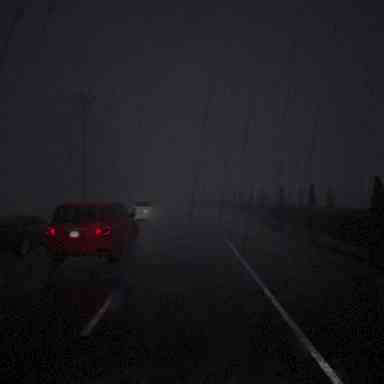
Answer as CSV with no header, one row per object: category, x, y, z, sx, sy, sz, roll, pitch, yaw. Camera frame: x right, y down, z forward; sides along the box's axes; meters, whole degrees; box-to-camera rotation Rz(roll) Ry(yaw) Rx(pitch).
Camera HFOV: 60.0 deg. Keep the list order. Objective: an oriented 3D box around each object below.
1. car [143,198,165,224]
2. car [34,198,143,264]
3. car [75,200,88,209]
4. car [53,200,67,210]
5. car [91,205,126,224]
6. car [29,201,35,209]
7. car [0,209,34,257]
car,-3.501,1.529,27.568,2.150,2.045,5.566,0,0,0
car,-3.483,1.364,12.561,2.150,2.045,5.566,0,0,0
car,-19.199,2.200,57.881,1.994,1.385,4.181,0,-1,-18
car,-22.343,2.097,56.256,1.882,1.535,5.008,0,-1,-18
car,-7.018,1.878,28.432,1.994,1.385,4.181,0,-1,-1
car,-25.472,2.151,54.767,2.033,1.411,5.357,0,-1,-17
car,-6.971,1.657,13.505,1.837,1.490,4.892,0,0,1
